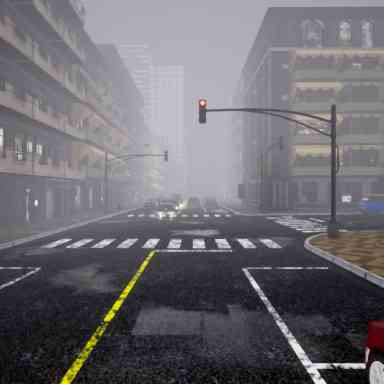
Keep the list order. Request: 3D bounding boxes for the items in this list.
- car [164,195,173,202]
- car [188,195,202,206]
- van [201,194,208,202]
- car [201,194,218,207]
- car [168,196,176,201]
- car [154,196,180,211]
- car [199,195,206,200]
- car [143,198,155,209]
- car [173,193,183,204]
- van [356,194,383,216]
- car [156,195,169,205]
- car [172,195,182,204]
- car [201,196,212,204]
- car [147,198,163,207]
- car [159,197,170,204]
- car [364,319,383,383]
[{"bbox_3d":[-5.457,1.563,78.297,1.752,1.417,4.829,-1,0,0],"label":"car"},{"bbox_3d":[0.267,1.494,54.047,1.882,1.535,5.008,0,0,0],"label":"car"},{"bbox_3d":[2.922,1.379,78.435,1.690,1.788,3.998,-1,0,0],"label":"van"},{"bbox_3d":[2.836,1.454,50.796,1.967,1.590,4.097,-1,0,0],"label":"car"},{"bbox_3d":[-5.422,1.633,89.523,1.802,1.307,4.206,-1,0,0],"label":"car"},{"bbox_3d":[-2.975,1.554,40.483,2.033,1.411,5.357,0,0,0],"label":"car"},{"bbox_3d":[2.975,1.602,95.019,1.887,1.381,4.507,-1,0,0],"label":"car"},{"bbox_3d":[-5.559,1.561,45.300,2.008,1.369,4.403,0,0,0],"label":"car"},{"bbox_3d":[-2.855,1.244,63.759,2.150,2.045,5.566,0,0,1],"label":"car"},{"bbox_3d":[15.723,1.035,27.328,3.998,1.788,1.690,-1,1,-1],"label":"van"},{"bbox_3d":[-5.510,1.462,61.883,1.967,1.590,4.097,-1,0,0],"label":"car"},{"bbox_3d":[-2.936,1.578,51.263,1.994,1.385,4.181,0,0,0],"label":"car"},{"bbox_3d":[2.890,1.578,67.379,2.008,1.369,4.403,-1,0,0],"label":"car"},{"bbox_3d":[-5.543,1.580,50.827,1.947,1.339,4.313,0,0,0],"label":"car"},{"bbox_3d":[-5.491,1.609,67.411,1.802,1.307,4.206,-1,0,0],"label":"car"},{"bbox_3d":[2.685,1.544,1.797,1.887,1.381,4.507,0,0,0],"label":"car"}]
